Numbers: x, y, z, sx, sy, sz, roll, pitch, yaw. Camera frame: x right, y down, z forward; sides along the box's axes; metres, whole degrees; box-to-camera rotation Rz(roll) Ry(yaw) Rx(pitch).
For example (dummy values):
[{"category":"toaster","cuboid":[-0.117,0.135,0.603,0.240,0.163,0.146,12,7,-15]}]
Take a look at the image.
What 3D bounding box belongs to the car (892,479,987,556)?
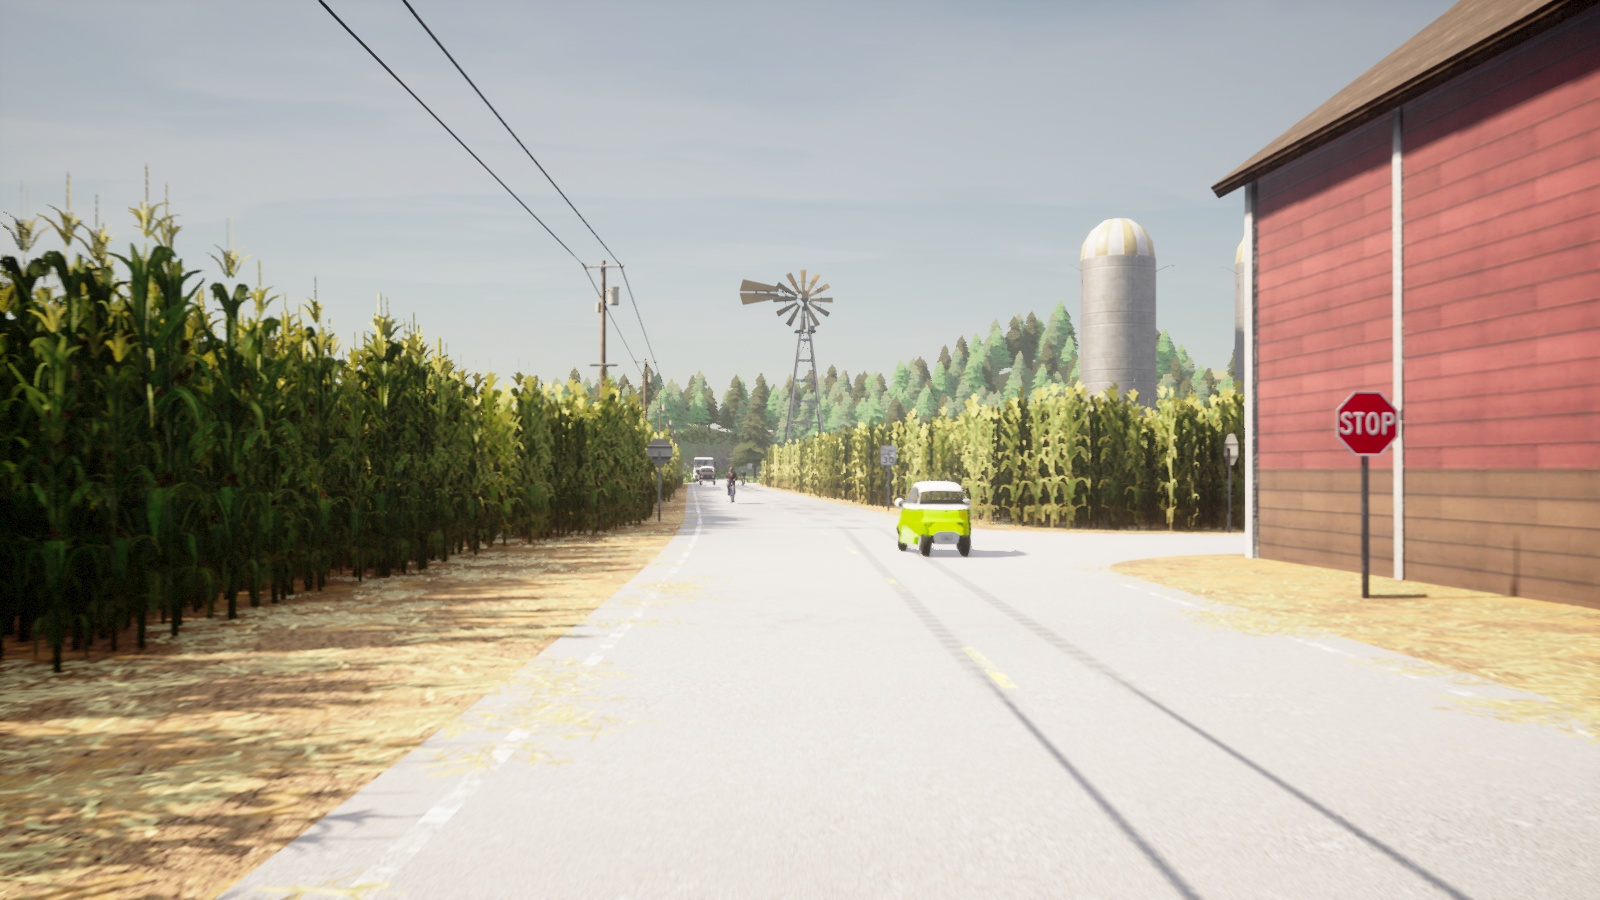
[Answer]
[{"category":"car","cuboid":[2.644,1.263,24.161,1.481,1.376,2.207,0,0,-3]}]
